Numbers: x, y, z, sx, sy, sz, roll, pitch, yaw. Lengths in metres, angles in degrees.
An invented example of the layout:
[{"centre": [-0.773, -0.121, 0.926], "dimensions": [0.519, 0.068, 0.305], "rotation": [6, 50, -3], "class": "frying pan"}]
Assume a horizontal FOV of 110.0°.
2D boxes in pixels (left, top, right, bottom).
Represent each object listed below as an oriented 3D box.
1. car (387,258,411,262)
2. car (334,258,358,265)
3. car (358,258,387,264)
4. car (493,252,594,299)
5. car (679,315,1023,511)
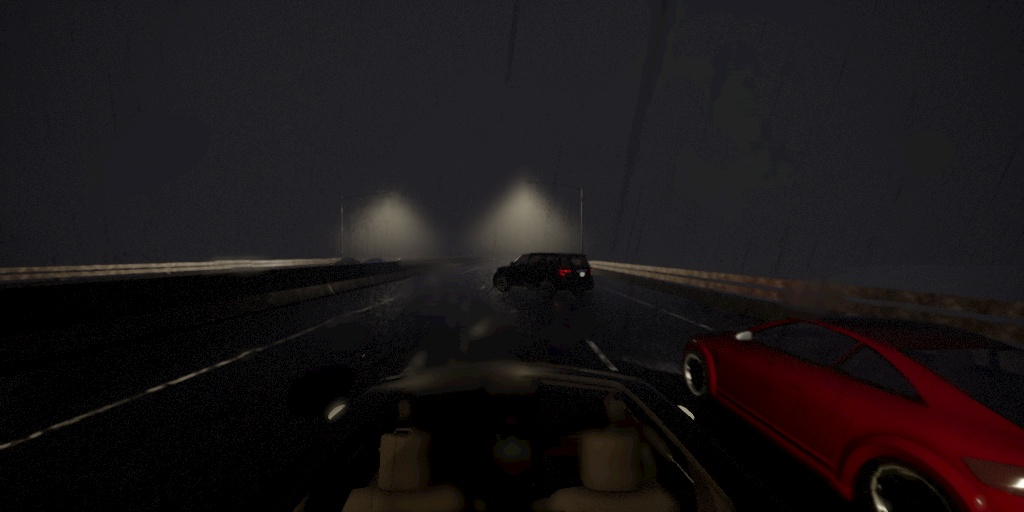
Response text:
[{"centre": [-13.533, 0.973, 44.881], "dimensions": [1.994, 1.385, 4.181], "rotation": [0, 0, 2], "class": "car"}, {"centre": [-20.529, 0.930, 44.998], "dimensions": [1.812, 1.442, 4.674], "rotation": [0, 0, 2], "class": "car"}, {"centre": [-17.032, 0.933, 44.889], "dimensions": [1.812, 1.442, 4.674], "rotation": [0, 0, 2], "class": "car"}, {"centre": [1.359, 0.838, 17.376], "dimensions": [2.150, 2.045, 5.566], "rotation": [0, 1, -38], "class": "car"}, {"centre": [3.497, 1.298, 3.696], "dimensions": [1.994, 1.385, 4.181], "rotation": [0, 1, 0], "class": "car"}]
